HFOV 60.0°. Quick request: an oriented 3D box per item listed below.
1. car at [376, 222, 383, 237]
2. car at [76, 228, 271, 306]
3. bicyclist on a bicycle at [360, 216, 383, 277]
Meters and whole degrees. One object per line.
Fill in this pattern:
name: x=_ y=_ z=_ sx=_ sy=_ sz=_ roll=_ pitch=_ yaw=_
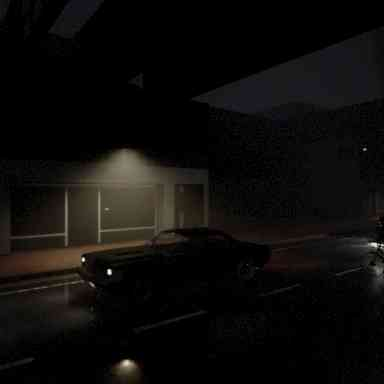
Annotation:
car: x=11.092 y=1.525 z=16.661 sx=4.674 sy=1.442 sz=1.812 roll=0 pitch=0 yaw=-36
car: x=-0.281 y=1.601 z=8.183 sx=4.718 sy=1.301 sz=1.895 roll=0 pitch=0 yaw=-37
bicyclist on a bicycle: x=5.105 y=1.455 z=8.517 sx=0.582 sy=1.620 sz=1.656 roll=0 pitch=-2 yaw=-37
